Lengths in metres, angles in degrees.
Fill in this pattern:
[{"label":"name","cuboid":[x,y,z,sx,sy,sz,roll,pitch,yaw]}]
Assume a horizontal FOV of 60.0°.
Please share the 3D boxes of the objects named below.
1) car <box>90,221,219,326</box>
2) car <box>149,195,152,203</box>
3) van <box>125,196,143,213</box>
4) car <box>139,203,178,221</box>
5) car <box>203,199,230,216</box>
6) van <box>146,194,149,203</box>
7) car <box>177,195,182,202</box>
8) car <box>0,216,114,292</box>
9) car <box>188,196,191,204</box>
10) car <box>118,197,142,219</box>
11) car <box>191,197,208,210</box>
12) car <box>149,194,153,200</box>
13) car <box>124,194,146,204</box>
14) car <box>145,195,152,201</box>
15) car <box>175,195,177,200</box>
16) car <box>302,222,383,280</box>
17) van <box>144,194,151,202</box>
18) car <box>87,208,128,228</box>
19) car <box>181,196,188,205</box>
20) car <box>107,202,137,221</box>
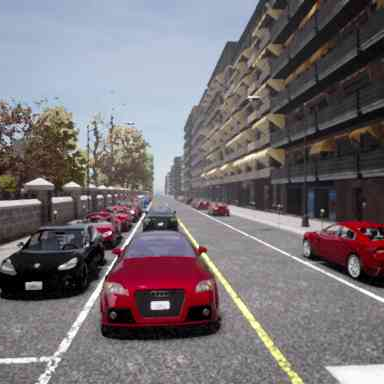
[{"label":"car","cuboid":[-0.683,1.563,7.102,1.994,1.385,4.181,0,0,-6]},{"label":"car","cuboid":[-8.655,1.615,59.436,1.947,1.339,4.313,0,0,-6]},{"label":"van","cuboid":[-6.358,1.360,37.032,1.690,1.788,3.998,0,0,-6]},{"label":"car","cuboid":[-1.898,1.562,19.968,1.994,1.385,4.181,0,0,-6]},{"label":"car","cuboid":[2.552,1.593,32.284,1.802,1.307,4.206,0,0,-6]},{"label":"van","cuboid":[-7.507,1.375,48.234,1.690,1.788,3.998,0,0,-6]},{"label":"car","cuboid":[-1.467,1.507,71.492,1.967,1.590,4.097,0,0,-6]},{"label":"car","cuboid":[-3.488,1.565,9.030,1.947,1.339,4.313,0,0,-6]},{"label":"car","cuboid":[0.830,1.614,49.088,1.802,1.307,4.206,0,0,-6]},{"label":"car","cuboid":[-5.209,1.445,25.828,1.967,1.590,4.097,0,0,-6]},{"label":"car","cuboid":[1.404,1.465,43.487,1.967,1.590,4.097,0,0,-6]},{"label":"car","cuboid":[-9.803,1.383,70.637,2.192,1.841,5.009,0,0,-6]},{"label":"car","cuboid":[-5.785,1.327,31.430,2.192,1.841,5.009,0,0,-6]},{"label":"car","cuboid":[-12.100,1.663,93.041,1.887,1.381,4.507,0,0,-6]},{"label":"car","cuboid":[-2.632,1.616,82.863,1.752,1.417,4.829,0,0,-6]},{"label":"car","cuboid":[4.849,1.542,9.883,1.887,1.381,4.507,0,0,-6]},{"label":"van","cuboid":[-10.951,1.433,81.839,1.690,1.788,3.998,0,0,-6]},{"label":"car","cuboid":[-4.062,1.580,14.631,1.802,1.307,4.206,0,0,-6]},{"label":"car","cuboid":[-0.319,1.614,60.291,1.947,1.339,4.313,0,0,-6]},{"label":"car","cuboid":[-4.636,1.544,20.230,1.887,1.381,4.507,0,0,-6]}]
